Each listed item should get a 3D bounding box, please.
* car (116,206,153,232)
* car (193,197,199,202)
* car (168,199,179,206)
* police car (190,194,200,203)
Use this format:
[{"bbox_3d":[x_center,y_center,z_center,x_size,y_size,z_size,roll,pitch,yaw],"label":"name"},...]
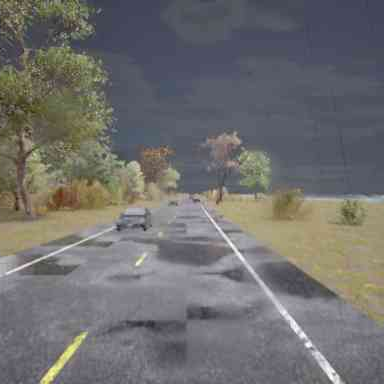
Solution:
[{"bbox_3d":[-3.595,1.670,21.564,1.812,1.442,4.674,0,0,0],"label":"car"},{"bbox_3d":[1.081,2.120,94.687,1.812,1.442,4.674,0,0,0],"label":"car"},{"bbox_3d":[-3.498,1.953,63.141,2.033,1.411,5.357,0,0,0],"label":"car"},{"bbox_3d":[1.069,1.962,84.803,1.930,1.638,5.238,0,0,0],"label":"police car"}]
